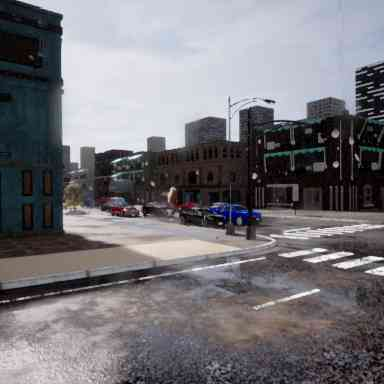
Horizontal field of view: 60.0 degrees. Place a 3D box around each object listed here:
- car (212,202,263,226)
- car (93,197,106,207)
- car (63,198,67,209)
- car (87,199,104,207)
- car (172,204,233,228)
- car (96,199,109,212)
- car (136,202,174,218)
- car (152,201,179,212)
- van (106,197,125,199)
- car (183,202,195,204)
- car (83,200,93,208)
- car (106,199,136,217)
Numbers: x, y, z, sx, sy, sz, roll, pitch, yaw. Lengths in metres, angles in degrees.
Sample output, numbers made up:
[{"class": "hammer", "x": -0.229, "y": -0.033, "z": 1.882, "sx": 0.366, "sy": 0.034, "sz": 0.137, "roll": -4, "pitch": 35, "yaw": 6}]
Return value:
[{"class": "car", "x": 3.209, "y": 1.691, "z": 25.697, "sx": 1.882, "sy": 1.535, "sz": 5.008, "roll": -1, "pitch": 0, "yaw": -36}, {"class": "car", "x": -16.470, "y": 1.938, "z": 63.355, "sx": 2.192, "sy": 1.841, "sz": 5.009, "roll": -1, "pitch": 0, "yaw": -35}, {"class": "car", "x": -23.196, "y": 2.232, "z": 58.360, "sx": 1.752, "sy": 1.417, "sz": 4.829, "roll": -1, "pitch": 0, "yaw": -35}, {"class": "car", "x": -19.672, "y": 2.226, "z": 67.867, "sx": 1.887, "sy": 1.381, "sz": 4.507, "roll": -1, "pitch": 0, "yaw": -35}, {"class": "car", "x": 0.682, "y": 1.813, "z": 24.561, "sx": 1.947, "sy": 1.339, "sz": 4.313, "roll": -2, "pitch": 0, "yaw": -35}, {"class": "car", "x": -10.837, "y": 2.036, "z": 45.493, "sx": 2.033, "sy": 1.411, "sz": 5.357, "roll": -1, "pitch": 0, "yaw": -35}, {"class": "car", "x": -3.615, "y": 1.840, "z": 35.305, "sx": 2.128, "sy": 1.511, "sz": 4.902, "roll": -1, "pitch": 0, "yaw": -35}, {"class": "car", "x": -3.636, "y": 1.964, "z": 45.310, "sx": 1.802, "sy": 1.307, "sz": 4.206, "roll": -2, "pitch": 0, "yaw": -35}, {"class": "van", "x": -13.263, "y": 1.905, "z": 58.844, "sx": 1.690, "sy": 1.788, "sz": 3.998, "roll": -1, "pitch": 0, "yaw": -35}, {"class": "car", "x": -0.430, "y": 1.902, "z": 40.799, "sx": 1.802, "sy": 1.307, "sz": 4.206, "roll": -2, "pitch": 0, "yaw": -35}, {"class": "car", "x": -19.522, "y": 2.192, "z": 63.217, "sx": 1.812, "sy": 1.442, "sz": 4.674, "roll": -1, "pitch": 0, "yaw": -35}, {"class": "car", "x": -7.262, "y": 1.845, "z": 35.941, "sx": 1.967, "sy": 1.590, "sz": 4.097, "roll": -1, "pitch": 0, "yaw": -35}]
